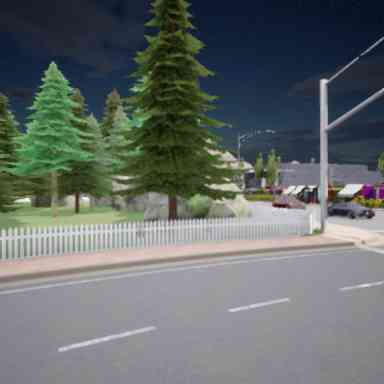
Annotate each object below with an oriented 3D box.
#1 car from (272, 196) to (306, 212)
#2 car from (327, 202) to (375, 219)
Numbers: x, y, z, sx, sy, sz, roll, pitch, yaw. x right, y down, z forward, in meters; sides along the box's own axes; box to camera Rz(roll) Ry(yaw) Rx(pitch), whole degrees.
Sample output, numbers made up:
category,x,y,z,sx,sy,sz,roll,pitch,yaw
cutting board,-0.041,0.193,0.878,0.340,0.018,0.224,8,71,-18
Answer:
category,x,y,z,sx,sy,sz,roll,pitch,yaw
car,11.041,1.308,37.997,2.097,1.767,4.553,0,0,-15
car,13.569,1.531,28.641,1.994,1.385,4.181,0,0,-15
